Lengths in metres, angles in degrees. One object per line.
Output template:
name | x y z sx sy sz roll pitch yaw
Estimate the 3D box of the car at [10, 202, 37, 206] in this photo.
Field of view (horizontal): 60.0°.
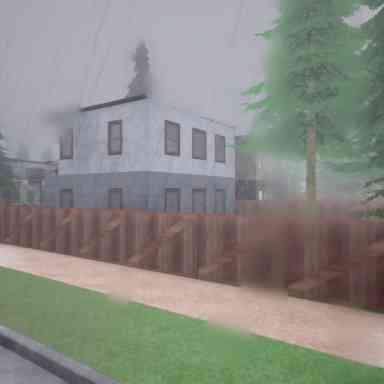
car | -15.331 1.582 29.327 1.895 1.301 4.718 0 0 28
